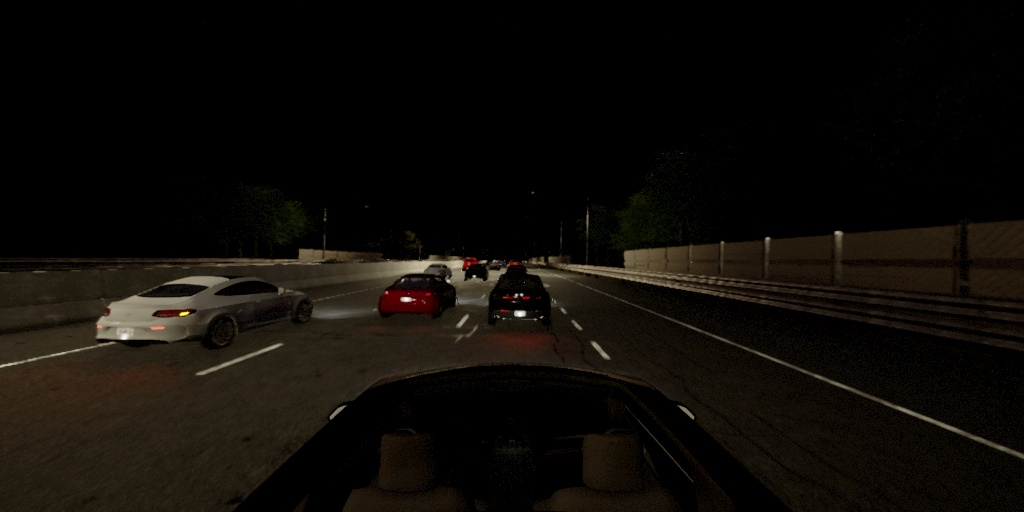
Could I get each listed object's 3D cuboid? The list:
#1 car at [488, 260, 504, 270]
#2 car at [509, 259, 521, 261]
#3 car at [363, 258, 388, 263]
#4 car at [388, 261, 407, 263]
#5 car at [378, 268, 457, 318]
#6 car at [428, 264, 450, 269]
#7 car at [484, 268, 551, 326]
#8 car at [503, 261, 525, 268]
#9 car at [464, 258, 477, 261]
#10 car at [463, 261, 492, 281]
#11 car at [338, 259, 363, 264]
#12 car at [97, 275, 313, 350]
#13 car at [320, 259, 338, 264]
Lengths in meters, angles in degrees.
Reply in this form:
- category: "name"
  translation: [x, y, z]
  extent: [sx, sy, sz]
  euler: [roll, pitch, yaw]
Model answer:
- category: "car"
  translation: [-2.823, 1.817, 60.028]
  extent: [2.033, 1.411, 5.357]
  euler: [1, -1, 1]
- category: "car"
  translation: [0.701, 1.589, 62.061]
  extent: [2.150, 2.045, 5.566]
  euler: [1, -1, 1]
- category: "car"
  translation: [-20.391, 1.198, 54.914]
  extent: [2.097, 1.767, 4.553]
  euler: [1, -1, 1]
- category: "car"
  translation: [-16.893, 1.484, 55.152]
  extent: [1.994, 1.385, 4.181]
  euler: [1, -1, 1]
- category: "car"
  translation: [-3.246, 1.329, 13.075]
  extent: [1.994, 1.385, 4.181]
  euler: [1, 0, 1]
- category: "car"
  translation: [-6.573, 1.392, 32.004]
  extent: [1.812, 1.442, 4.674]
  euler: [1, -1, 1]
- category: "car"
  translation: [0.247, 1.336, 12.156]
  extent: [1.837, 1.490, 4.892]
  euler: [1, 0, 1]
- category: "car"
  translation: [0.428, 1.487, 31.954]
  extent: [1.882, 1.535, 5.008]
  euler: [1, -1, 1]
- category: "car"
  translation: [-6.353, 1.370, 56.124]
  extent: [2.150, 2.045, 5.566]
  euler: [1, -1, 1]
- category: "car"
  translation: [-3.074, 1.443, 31.977]
  extent: [1.837, 1.490, 4.892]
  euler: [1, -1, 1]
- category: "car"
  translation: [-23.891, 1.267, 54.868]
  extent: [2.128, 1.511, 4.902]
  euler: [1, -1, 1]
- category: "car"
  translation: [-6.785, 1.185, 8.618]
  extent: [1.812, 1.442, 4.674]
  euler: [1, 0, 1]
- category: "car"
  translation: [-27.385, 1.181, 54.784]
  extent: [1.882, 1.535, 5.008]
  euler: [1, -1, 1]
